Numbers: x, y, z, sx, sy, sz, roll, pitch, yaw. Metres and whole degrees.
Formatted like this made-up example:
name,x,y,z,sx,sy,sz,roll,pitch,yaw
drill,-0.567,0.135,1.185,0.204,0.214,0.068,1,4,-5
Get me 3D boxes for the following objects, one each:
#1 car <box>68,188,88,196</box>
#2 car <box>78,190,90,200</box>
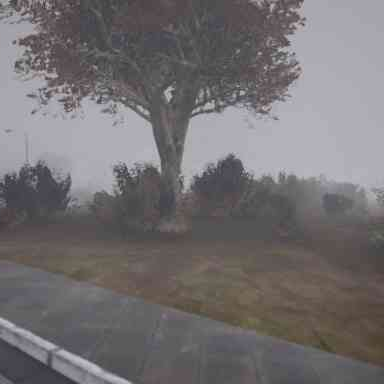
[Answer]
name,x,y,z,sx,sy,sz,roll,pitch,yaw
car,-18.993,0.372,53.232,2.150,2.045,5.566,1,1,34
car,-14.860,0.765,53.136,2.033,1.411,5.357,1,1,34
